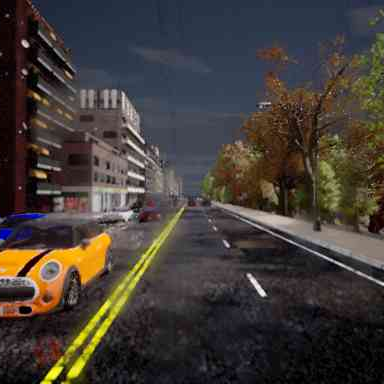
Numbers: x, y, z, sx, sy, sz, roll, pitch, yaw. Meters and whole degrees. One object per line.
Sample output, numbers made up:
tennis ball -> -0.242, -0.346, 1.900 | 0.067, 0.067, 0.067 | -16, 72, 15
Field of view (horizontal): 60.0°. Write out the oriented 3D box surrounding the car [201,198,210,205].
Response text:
car -> 3.250, 2.279, 82.988 | 2.097, 1.767, 4.553 | 0, -1, 0

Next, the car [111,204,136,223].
car -> -6.612, 2.025, 30.019 | 1.895, 1.301, 4.718 | -1, -1, 0

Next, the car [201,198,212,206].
car -> 3.250, 2.376, 72.600 | 1.837, 1.490, 4.892 | 0, -1, 0

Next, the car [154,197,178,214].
car -> -3.346, 1.878, 43.717 | 2.097, 1.767, 4.553 | 0, -1, 0

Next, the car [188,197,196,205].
car -> 0.000, 2.150, 83.049 | 2.150, 2.045, 5.566 | 0, -1, 0

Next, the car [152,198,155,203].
car -> -6.591, 2.099, 51.460 | 1.882, 1.535, 5.008 | 0, -1, 0

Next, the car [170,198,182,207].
car -> -3.259, 2.177, 67.752 | 2.097, 1.767, 4.553 | 0, -1, 0

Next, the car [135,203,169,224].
car -> -3.357, 1.950, 28.582 | 1.994, 1.385, 4.181 | 0, -1, 0

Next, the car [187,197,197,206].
car -> 0.000, 2.353, 72.600 | 1.882, 1.535, 5.008 | 0, -1, 0

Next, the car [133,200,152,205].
car -> -6.621, 2.006, 41.594 | 1.837, 1.490, 4.892 | 0, -1, 1

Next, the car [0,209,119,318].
car -> -3.350, 1.447, 7.900 | 2.097, 1.767, 4.553 | 0, -1, 0

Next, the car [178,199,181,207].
car -> -3.326, 2.199, 57.257 | 1.837, 1.490, 4.892 | 0, -1, 0
